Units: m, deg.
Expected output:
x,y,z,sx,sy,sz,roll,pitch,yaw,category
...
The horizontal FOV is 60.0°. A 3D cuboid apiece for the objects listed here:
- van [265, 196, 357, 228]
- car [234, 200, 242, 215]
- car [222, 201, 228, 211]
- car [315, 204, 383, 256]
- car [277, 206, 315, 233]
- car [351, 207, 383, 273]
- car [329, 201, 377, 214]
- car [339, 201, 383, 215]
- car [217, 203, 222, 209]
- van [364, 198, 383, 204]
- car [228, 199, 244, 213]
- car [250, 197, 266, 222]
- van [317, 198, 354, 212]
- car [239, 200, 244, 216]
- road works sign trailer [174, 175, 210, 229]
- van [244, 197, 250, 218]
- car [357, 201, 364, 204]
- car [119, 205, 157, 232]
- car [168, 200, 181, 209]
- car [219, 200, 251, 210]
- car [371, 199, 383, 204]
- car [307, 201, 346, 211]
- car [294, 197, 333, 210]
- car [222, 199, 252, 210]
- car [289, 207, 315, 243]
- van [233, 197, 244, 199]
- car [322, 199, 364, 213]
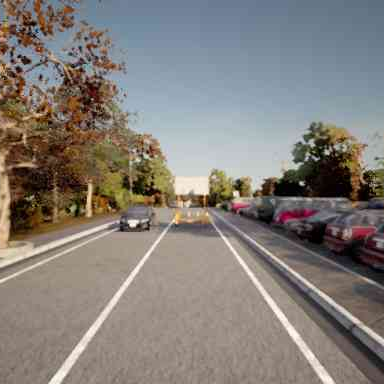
x,y,z,sx,sy,sz,roll,pitch,yaw,category
6.944,1.335,19.754,4.442,1.987,1.878,0,0,0,van
7.056,1.795,33.613,4.792,1.488,2.163,0,-1,0,car
7.142,2.058,47.490,4.792,1.488,2.163,0,-1,0,car
7.014,1.411,11.425,4.553,1.767,2.185,0,0,0,car
7.058,1.593,16.977,4.674,1.452,2.002,0,0,0,car
7.009,1.403,8.649,4.553,1.767,2.185,0,0,0,car
20.176,1.920,41.848,5.008,1.535,2.097,0,-1,0,car
20.171,1.865,38.953,5.008,1.535,2.097,0,-1,0,car
7.089,1.830,50.271,5.566,2.045,2.435,0,-1,0,car
20.283,1.534,33.418,4.442,1.987,1.878,0,-1,0,van
7.102,1.870,39.164,5.008,1.535,2.097,0,-1,0,car
7.094,1.318,22.530,5.566,2.045,2.435,0,0,0,car
20.308,1.797,47.266,4.442,1.987,1.878,0,-1,0,van
7.084,1.752,30.836,4.674,1.452,2.002,0,-1,0,car
-0.015,0.612,22.879,2.380,3.560,2.880,0,-1,-1,road works sign trailer
6.959,1.434,28.065,4.442,1.987,1.878,0,-1,0,van
20.165,1.813,36.183,4.892,1.521,2.231,0,-1,0,car
-3.344,1.623,21.277,2.128,1.511,4.902,0,-1,0,car
-3.231,2.270,62.419,2.097,1.767,4.553,0,-2,1,car
7.134,2.197,55.814,5.008,1.535,2.097,0,-1,0,car
19.976,1.704,30.643,5.366,1.575,1.946,0,-1,0,car
20.190,2.077,50.033,4.892,1.521,2.231,0,-1,0,car
20.235,1.937,55.573,5.566,2.045,2.435,0,-1,0,car
7.154,2.011,53.040,4.553,1.767,2.185,0,-1,0,car
7.045,1.545,14.201,5.008,1.535,2.097,0,0,0,car
7.218,1.697,41.944,4.442,1.987,1.878,0,-1,0,van
20.155,1.845,44.496,4.553,1.767,2.185,0,-1,0,car
